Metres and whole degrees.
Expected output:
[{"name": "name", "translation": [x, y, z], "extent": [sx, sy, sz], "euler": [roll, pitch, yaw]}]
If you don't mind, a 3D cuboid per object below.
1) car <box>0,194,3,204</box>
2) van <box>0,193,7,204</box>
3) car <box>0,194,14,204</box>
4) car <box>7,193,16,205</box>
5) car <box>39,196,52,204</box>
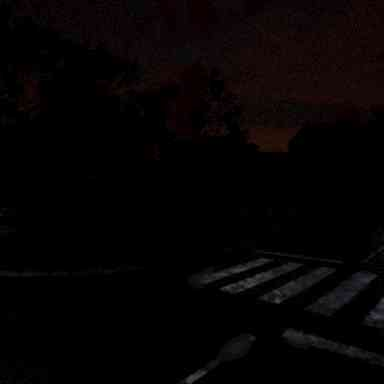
[{"name": "car", "translation": [-34.201, 1.468, 55.984], "extent": [4.181, 1.385, 1.994], "euler": [-1, -1, 40]}, {"name": "van", "translation": [-34.346, 1.210, 60.960], "extent": [1.878, 1.987, 4.442], "euler": [-2, -1, 39]}, {"name": "car", "translation": [-36.633, 1.376, 62.956], "extent": [2.185, 1.767, 4.553], "euler": [-2, -1, 39]}, {"name": "car", "translation": [-27.232, 1.281, 55.265], "extent": [2.097, 1.535, 5.008], "euler": [-1, 0, 39]}, {"name": "car", "translation": [-24.899, 1.116, 53.325], "extent": [2.185, 1.767, 4.553], "euler": [-1, 0, 39]}]
